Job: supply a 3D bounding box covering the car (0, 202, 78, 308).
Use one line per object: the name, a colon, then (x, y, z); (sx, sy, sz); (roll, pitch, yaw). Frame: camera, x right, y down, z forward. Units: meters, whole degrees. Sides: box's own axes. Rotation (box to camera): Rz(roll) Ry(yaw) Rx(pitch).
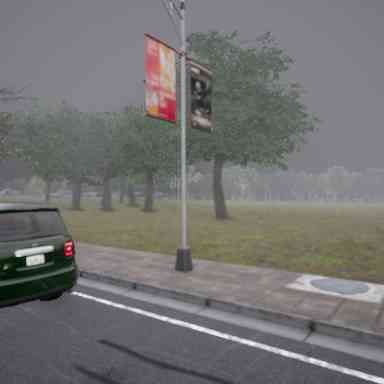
car: (-4.771, 1.236, 7.065); (5.566, 2.045, 2.150); (0, 0, 36)
